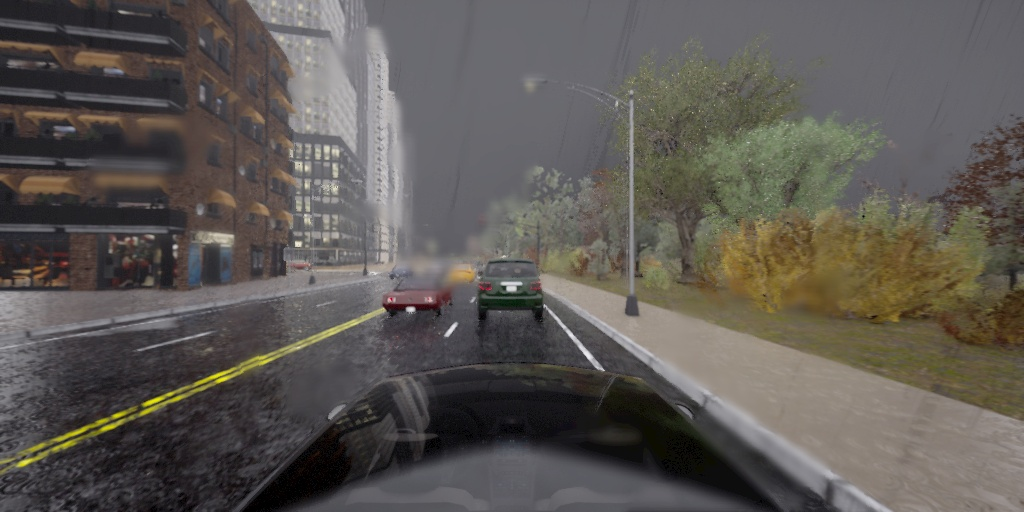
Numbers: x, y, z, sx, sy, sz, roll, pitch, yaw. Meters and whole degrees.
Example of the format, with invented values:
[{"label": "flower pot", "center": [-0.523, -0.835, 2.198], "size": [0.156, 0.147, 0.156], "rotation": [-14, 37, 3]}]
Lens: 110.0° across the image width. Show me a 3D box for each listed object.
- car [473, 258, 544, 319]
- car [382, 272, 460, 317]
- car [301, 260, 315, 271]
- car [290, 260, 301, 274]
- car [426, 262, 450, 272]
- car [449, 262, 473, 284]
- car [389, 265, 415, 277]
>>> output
[{"label": "car", "center": [-0.096, 1.093, 13.520], "size": [2.150, 2.045, 5.566], "rotation": [0, 0, -2]}, {"label": "car", "center": [-3.356, 1.477, 13.914], "size": [1.895, 1.301, 4.718], "rotation": [0, -1, -2]}, {"label": "car", "center": [-29.683, 1.311, 49.447], "size": [4.097, 1.591, 1.967], "rotation": [0, 0, -12]}, {"label": "car", "center": [-27.465, 1.359, 41.181], "size": [4.829, 1.417, 1.751], "rotation": [0, 0, -12]}, {"label": "car", "center": [-7.893, 1.637, 37.519], "size": [1.812, 1.442, 4.674], "rotation": [0, -1, -4]}, {"label": "car", "center": [-4.102, 1.516, 30.665], "size": [1.882, 1.535, 5.008], "rotation": [0, -1, -3]}, {"label": "car", "center": [-11.097, 1.630, 36.659], "size": [1.812, 1.442, 4.674], "rotation": [0, -1, -4]}]
